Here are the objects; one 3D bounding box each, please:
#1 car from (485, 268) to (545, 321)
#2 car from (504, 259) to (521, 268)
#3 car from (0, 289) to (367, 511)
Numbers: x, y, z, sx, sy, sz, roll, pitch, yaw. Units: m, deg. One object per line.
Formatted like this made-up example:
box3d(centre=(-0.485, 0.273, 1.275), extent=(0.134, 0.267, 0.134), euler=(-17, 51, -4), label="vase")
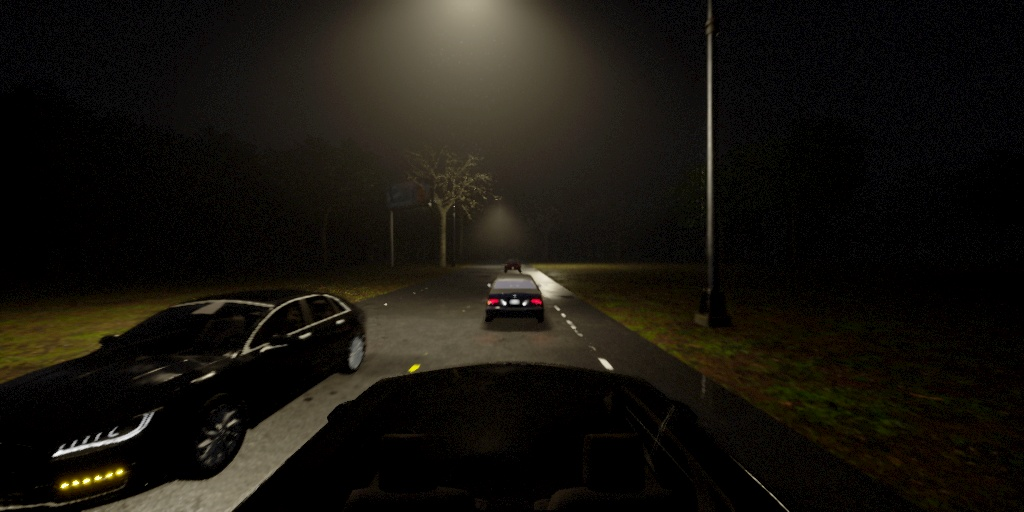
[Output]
box3d(centre=(0.081, 1.319, 12.466), extent=(2.033, 1.411, 5.357), euler=(0, 0, 0), label="car")
box3d(centre=(0.096, 1.115, 42.047), extent=(1.812, 1.442, 4.674), euler=(0, 1, 0), label="car")
box3d(centre=(-3.590, 1.266, 4.782), extent=(1.837, 1.490, 4.892), euler=(0, 0, 0), label="car")
